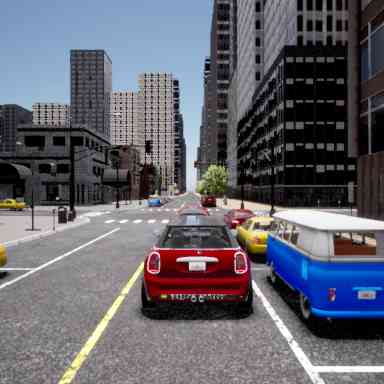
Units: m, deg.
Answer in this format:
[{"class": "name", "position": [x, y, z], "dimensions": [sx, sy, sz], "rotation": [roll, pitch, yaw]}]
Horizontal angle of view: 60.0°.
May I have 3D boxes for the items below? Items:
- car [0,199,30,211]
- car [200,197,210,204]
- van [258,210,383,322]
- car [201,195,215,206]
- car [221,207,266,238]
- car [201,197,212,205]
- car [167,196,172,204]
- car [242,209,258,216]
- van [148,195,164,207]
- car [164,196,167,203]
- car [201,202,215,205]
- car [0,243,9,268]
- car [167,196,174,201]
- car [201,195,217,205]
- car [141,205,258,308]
[{"class": "car", "position": [-21.440, 1.469, 38.476], "dimensions": [4.829, 1.417, 1.752], "rotation": [0, 0, 0]}, {"class": "car", "position": [2.633, 1.655, 67.239], "dimensions": [1.947, 1.339, 4.313], "rotation": [0, 0, 0]}, {"class": "van", "position": [2.682, 1.341, 6.952], "dimensions": [1.690, 1.788, 3.998], "rotation": [0, 0, 0]}, {"class": "car", "position": [2.641, 1.380, 56.191], "dimensions": [2.192, 1.841, 5.009], "rotation": [0, 0, 0]}, {"class": "car", "position": [2.673, 1.587, 18.279], "dimensions": [1.802, 1.307, 4.206], "rotation": [0, 0, 0]}, {"class": "car", "position": [2.637, 1.621, 61.715], "dimensions": [1.887, 1.381, 4.507], "rotation": [0, 0, 0]}, {"class": "car", "position": [-5.748, 1.529, 67.231], "dimensions": [1.967, 1.590, 4.097], "rotation": [0, 0, 0]}, {"class": "car", "position": [2.677, 1.527, 12.786], "dimensions": [1.752, 1.417, 4.829], "rotation": [0, 0, 0]}, {"class": "van", "position": [-5.734, 1.395, 50.658], "dimensions": [1.690, 1.788, 3.998], "rotation": [0, 0, 0]}, {"class": "car", "position": [-5.739, 1.505, 56.181], "dimensions": [1.967, 1.590, 4.097], "rotation": [0, 0, 0]}, {"class": "car", "position": [0.086, 1.482, 17.299], "dimensions": [1.882, 1.535, 5.008], "rotation": [0, 0, 0]}, {"class": "car", "position": [-5.698, 1.525, 6.775], "dimensions": [1.752, 1.417, 4.829], "rotation": [0, 0, 0]}, {"class": "car", "position": [-5.765, 1.673, 89.155], "dimensions": [1.752, 1.417, 4.829], "rotation": [0, 0, 0]}, {"class": "car", "position": [2.645, 1.369, 50.667], "dimensions": [2.192, 1.841, 5.009], "rotation": [0, 0, 0]}, {"class": "car", "position": [0.093, 1.352, 8.093], "dimensions": [2.097, 1.767, 4.553], "rotation": [0, 0, 0]}]
